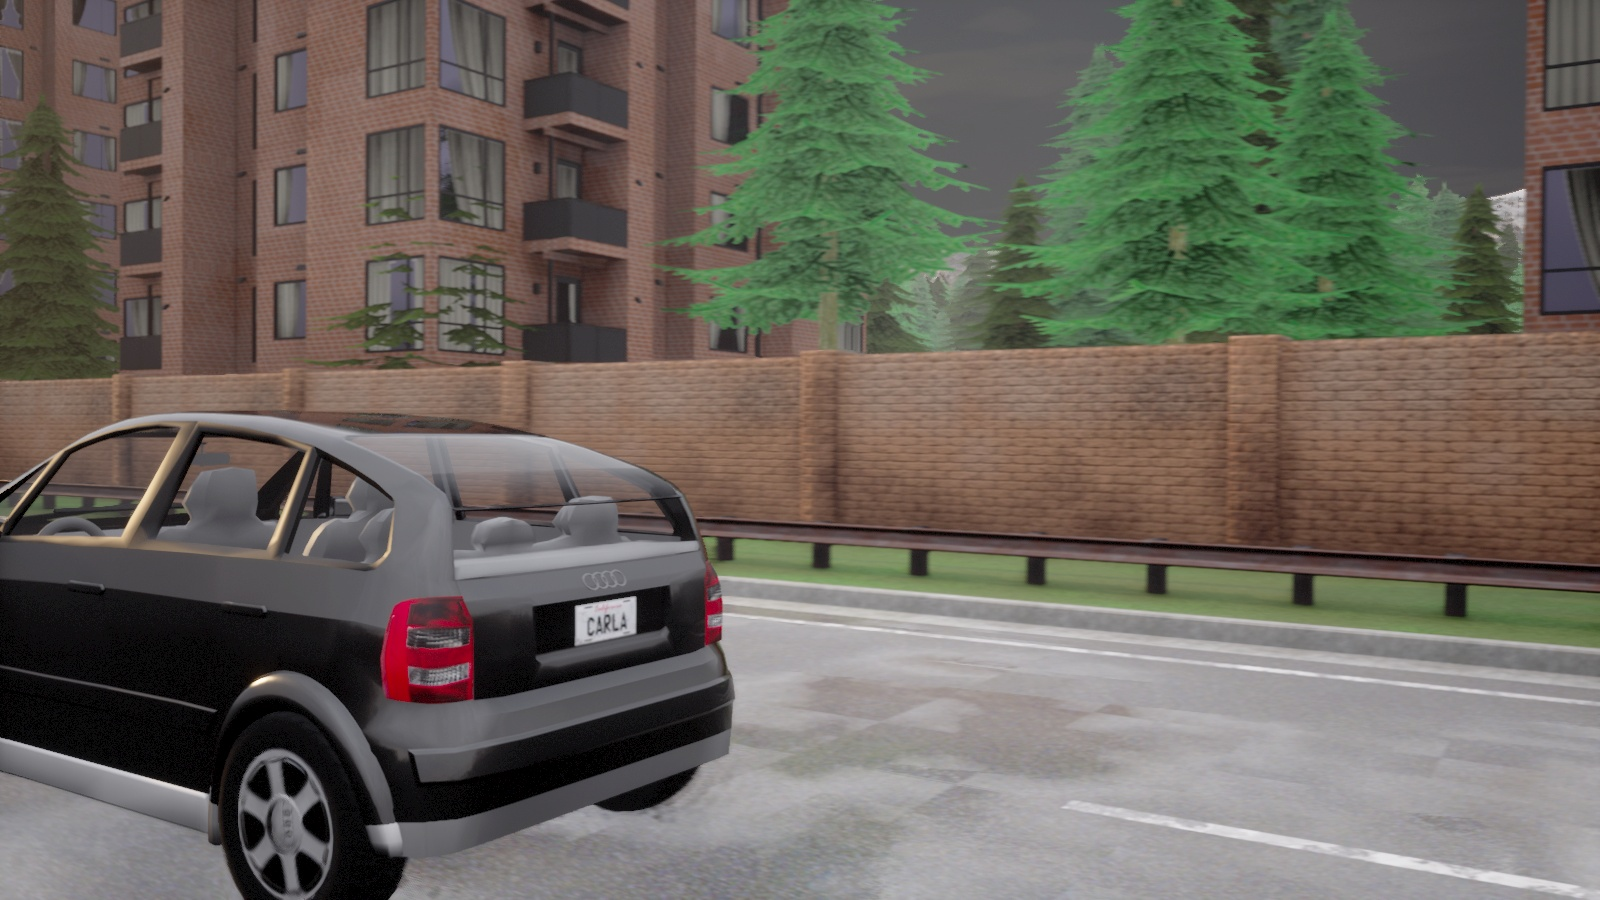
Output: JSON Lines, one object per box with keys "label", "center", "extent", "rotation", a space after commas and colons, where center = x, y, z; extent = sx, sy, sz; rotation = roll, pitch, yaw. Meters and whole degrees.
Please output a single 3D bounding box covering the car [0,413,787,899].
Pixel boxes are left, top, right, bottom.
{"label": "car", "center": [-2.099, 0.666, 4.977], "extent": [3.705, 1.549, 1.789], "rotation": [0, 1, 32]}
